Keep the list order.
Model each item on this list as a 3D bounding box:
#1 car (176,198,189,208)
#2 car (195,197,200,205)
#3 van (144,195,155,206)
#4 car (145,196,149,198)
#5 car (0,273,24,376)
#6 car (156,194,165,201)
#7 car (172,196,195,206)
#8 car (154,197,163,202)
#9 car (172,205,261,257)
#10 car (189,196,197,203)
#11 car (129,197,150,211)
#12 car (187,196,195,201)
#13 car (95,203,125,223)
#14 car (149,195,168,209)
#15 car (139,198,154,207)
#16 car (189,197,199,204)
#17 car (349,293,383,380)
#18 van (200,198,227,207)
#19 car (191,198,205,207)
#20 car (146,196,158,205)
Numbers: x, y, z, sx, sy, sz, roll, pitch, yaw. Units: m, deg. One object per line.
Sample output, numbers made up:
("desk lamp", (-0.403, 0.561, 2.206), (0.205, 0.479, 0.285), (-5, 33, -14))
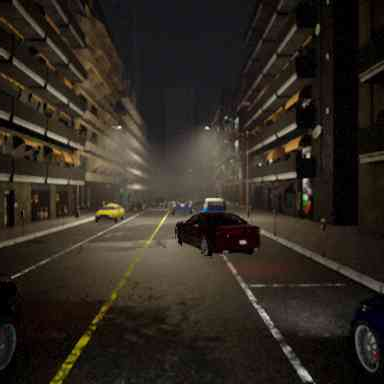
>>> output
("car", (-1.594, 1.735, 53.116), (1.994, 1.385, 4.181), (0, 0, -2))
("car", (1.115, 1.708, 49.288), (2.008, 1.369, 4.403), (-1, 0, -2))
("van", (-7.619, 1.539, 60.074), (1.690, 1.788, 3.998), (-1, 0, -2))
("car", (-7.262, 1.704, 49.031), (1.887, 1.381, 4.507), (-1, 0, -2))
("car", (-3.175, 1.536, 2.814), (1.812, 1.442, 4.674), (0, 0, -2))
("car", (-8.685, 1.634, 93.196), (2.192, 1.841, 5.009), (-1, 0, -2))
("car", (-1.065, 1.467, 36.557), (2.097, 1.767, 4.553), (0, 0, -2))
("car", (-8.327, 1.844, 82.155), (1.947, 1.339, 4.313), (-1, 0, -2))
("car", (0.813, 1.517, 13.313), (1.882, 1.535, 5.008), (0, 0, -21))
("car", (0.221, 1.781, 77.061), (1.752, 1.417, 4.829), (-1, 0, -2))
("car", (-7.084, 1.707, 43.510), (1.947, 1.339, 4.313), (-1, 0, -2))
("car", (-0.305, 1.861, 93.452), (1.887, 1.381, 4.507), (-1, 0, -2))
("car", (-6.546, 1.611, 26.780), (1.752, 1.417, 4.829), (-1, 0, -2))
("car", (-4.615, 1.508, 48.211), (2.097, 1.767, 4.553), (0, 0, -2))
("car", (-7.440, 1.723, 54.552), (1.887, 1.381, 4.507), (-1, 0, -2))
("car", (0.405, 1.786, 71.370), (2.008, 1.369, 4.403), (-1, 0, -2))
("car", (3.084, 1.532, 2.567), (1.812, 1.442, 4.674), (0, 0, -2))
("van", (1.823, 1.425, 27.207), (1.690, 1.788, 3.998), (-1, 0, -2))
("car", (0.937, 1.727, 54.808), (2.008, 1.369, 4.403), (-1, 0, -2))
("car", (-7.796, 1.657, 65.594), (1.967, 1.590, 4.097), (-1, 0, -2))
